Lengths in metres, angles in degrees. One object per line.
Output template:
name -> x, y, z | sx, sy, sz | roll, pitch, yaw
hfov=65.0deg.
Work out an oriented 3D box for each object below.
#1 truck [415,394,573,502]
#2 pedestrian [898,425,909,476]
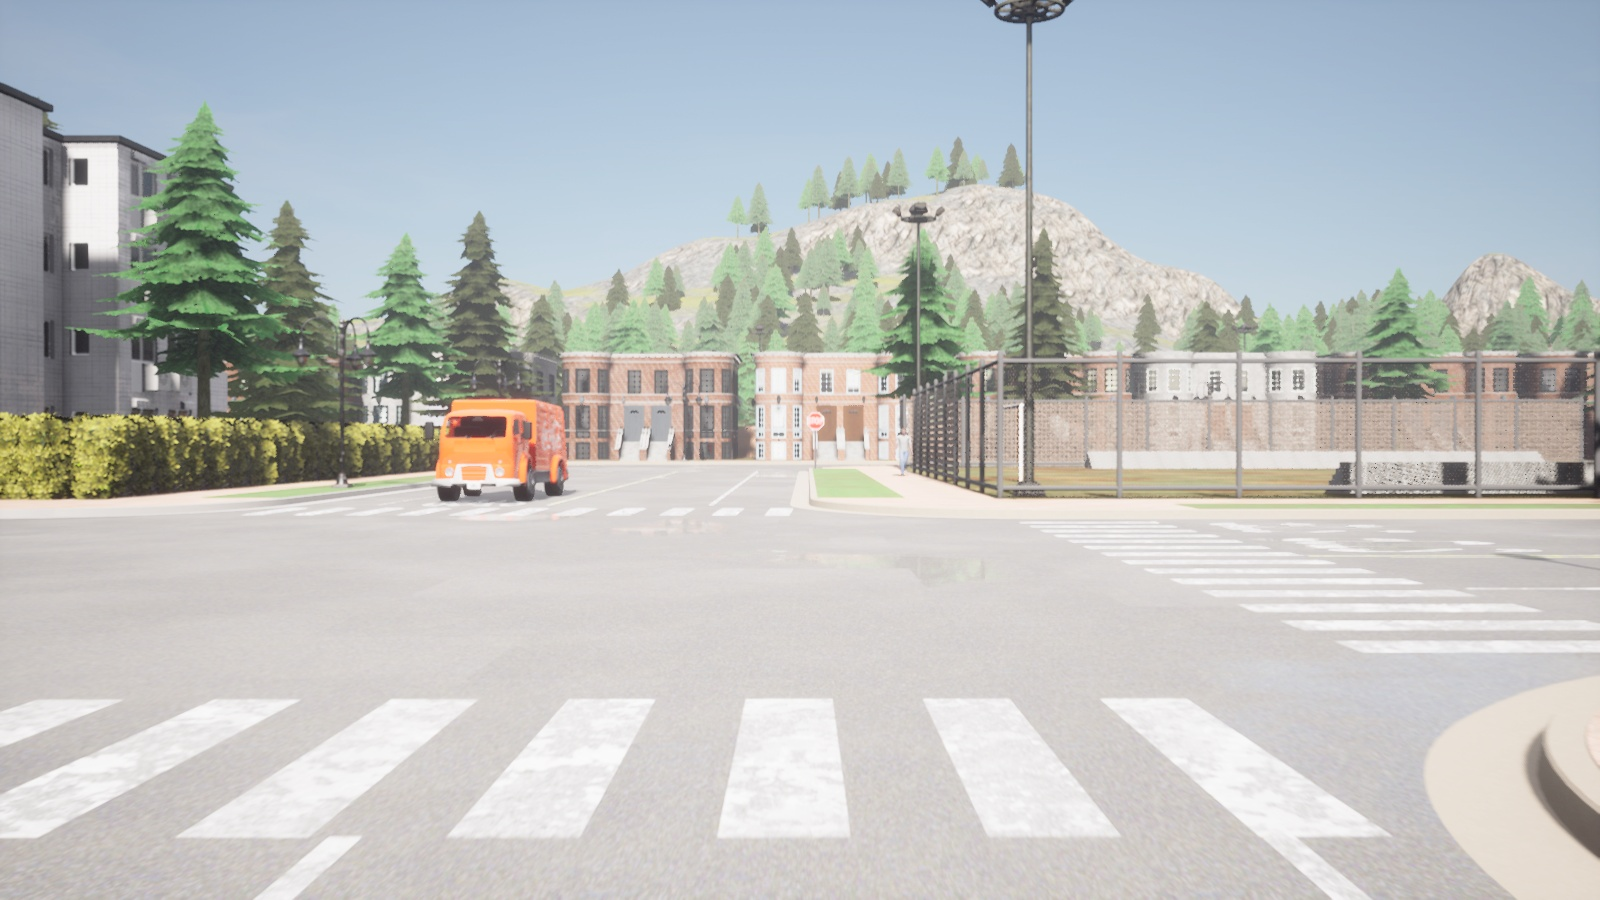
truck -> -7.463, -0.020, 31.330 | 2.627, 2.467, 5.204 | 0, 0, 0
pedestrian -> 3.735, 0.008, 45.360 | 0.354, 1.836, 0.706 | 0, 0, 0
